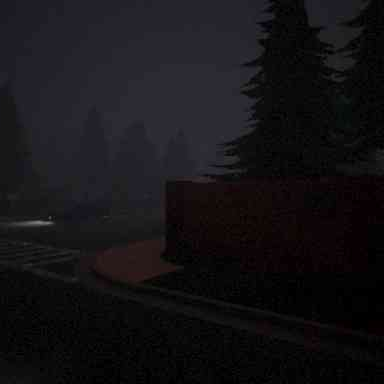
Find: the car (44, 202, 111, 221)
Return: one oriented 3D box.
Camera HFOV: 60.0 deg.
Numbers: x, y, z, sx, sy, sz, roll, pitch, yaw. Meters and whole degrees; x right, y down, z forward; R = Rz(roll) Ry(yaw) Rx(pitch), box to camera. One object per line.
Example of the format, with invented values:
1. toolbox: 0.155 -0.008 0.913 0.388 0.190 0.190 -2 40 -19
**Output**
1. car: -9.227 1.562 27.372 2.033 1.411 5.357 0 0 35
